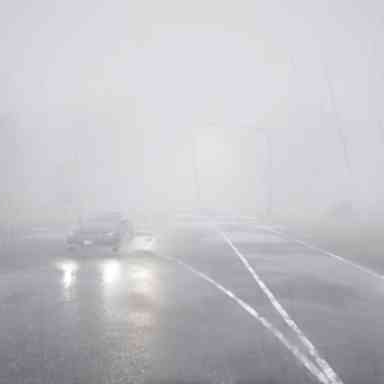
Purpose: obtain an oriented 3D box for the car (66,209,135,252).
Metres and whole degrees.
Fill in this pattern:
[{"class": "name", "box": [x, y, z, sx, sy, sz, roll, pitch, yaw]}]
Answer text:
[{"class": "car", "box": [-3.507, 1.461, 13.574, 1.812, 1.442, 4.674, 1, -1, 0]}]
